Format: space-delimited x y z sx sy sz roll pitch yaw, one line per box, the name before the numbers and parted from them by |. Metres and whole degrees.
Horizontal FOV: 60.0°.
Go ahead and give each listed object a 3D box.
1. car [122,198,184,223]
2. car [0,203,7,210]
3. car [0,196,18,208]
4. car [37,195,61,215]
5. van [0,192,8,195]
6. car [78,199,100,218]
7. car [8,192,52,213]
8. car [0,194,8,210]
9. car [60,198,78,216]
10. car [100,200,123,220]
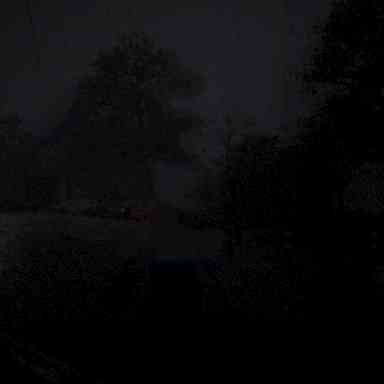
car | -2.603 1.503 25.808 2.097 1.535 5.008 1 0 36
car | -12.443 1.511 16.759 2.163 1.488 4.792 1 0 36
car | -24.895 1.244 42.030 2.163 1.488 4.792 0 0 36
car | -11.576 1.378 32.098 1.946 1.575 5.366 1 0 36
van | -20.463 1.032 38.922 1.878 1.987 4.442 1 0 36
car | -7.001 1.472 28.971 2.163 1.488 4.792 1 0 36
car | -15.931 1.068 35.524 2.435 2.045 5.566 1 1 36
car | -18.208 1.317 37.106 2.163 1.488 4.792 1 0 36
car | -9.227 1.452 30.619 2.002 1.452 4.674 1 0 36
car | -4.823 1.347 27.465 2.185 1.767 4.553 1 0 36
